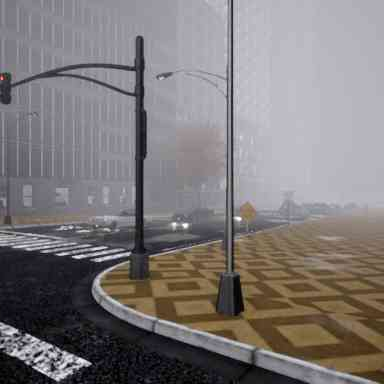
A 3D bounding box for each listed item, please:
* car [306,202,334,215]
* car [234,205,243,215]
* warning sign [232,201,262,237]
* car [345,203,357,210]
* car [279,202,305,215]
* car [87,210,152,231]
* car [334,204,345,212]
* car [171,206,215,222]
[{"bbox_3d":[18.295,2.267,47.375,2.097,1.767,4.553,0,-1,33],"label":"car"},{"bbox_3d":[5.957,2.250,40.529,1.994,1.385,4.181,0,-1,33],"label":"car"},{"bbox_3d":[3.092,1.454,18.559,1.300,1.860,1.060,1,1,33],"label":"warning sign"},{"bbox_3d":[31.350,2.836,65.789,1.812,1.442,4.674,0,-1,33],"label":"car"},{"bbox_3d":[13.740,2.205,46.384,2.097,1.767,4.553,0,-1,33],"label":"car"},{"bbox_3d":[-4.993,1.924,23.491,1.895,1.301,4.718,0,-1,33],"label":"car"},{"bbox_3d":[23.748,2.640,55.874,2.033,1.411,5.357,0,-1,33],"label":"car"},{"bbox_3d":[0.272,2.045,31.686,2.033,1.411,5.357,0,-1,33],"label":"car"}]
